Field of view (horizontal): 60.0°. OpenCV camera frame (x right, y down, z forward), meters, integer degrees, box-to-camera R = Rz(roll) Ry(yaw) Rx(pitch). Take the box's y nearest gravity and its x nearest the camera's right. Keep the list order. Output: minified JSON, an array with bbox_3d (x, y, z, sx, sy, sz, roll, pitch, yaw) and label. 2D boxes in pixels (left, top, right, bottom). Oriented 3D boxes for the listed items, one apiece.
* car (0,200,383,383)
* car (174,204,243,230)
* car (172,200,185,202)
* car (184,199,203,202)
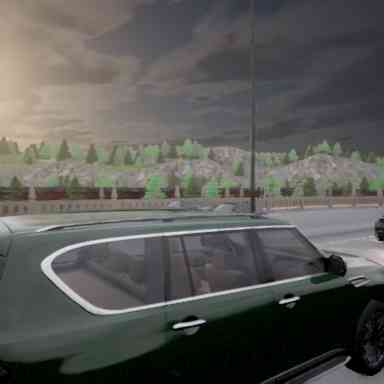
[{"bbox_3d":[0.226,1.221,3.908,5.566,2.045,2.150,0,0,-35],"label":"car"},{"bbox_3d":[1.122,1.564,21.981,4.181,1.385,1.994,0,0,-35],"label":"car"},{"bbox_3d":[-0.849,1.352,24.873,4.553,1.767,2.097,0,0,-35],"label":"car"},{"bbox_3d":[2.169,1.352,18.428,4.553,1.767,2.097,0,0,-35],"label":"car"}]
